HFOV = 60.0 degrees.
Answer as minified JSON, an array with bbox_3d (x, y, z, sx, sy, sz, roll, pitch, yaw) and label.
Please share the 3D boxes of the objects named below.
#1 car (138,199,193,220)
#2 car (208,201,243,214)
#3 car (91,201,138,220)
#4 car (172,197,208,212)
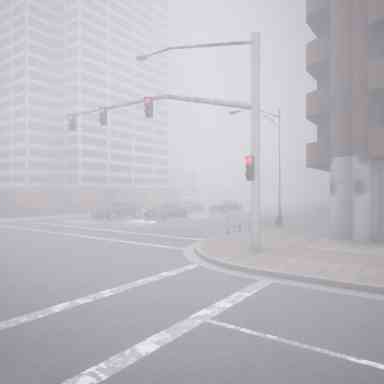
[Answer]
[{"bbox_3d":[-2.127,1.568,27.944,1.994,1.385,4.181,0,0,35],"label":"car"},{"bbox_3d":[3.749,1.605,36.277,1.895,1.301,4.718,0,0,35],"label":"car"},{"bbox_3d":[-6.236,1.510,28.186,1.837,1.490,4.892,0,0,35],"label":"car"},{"bbox_3d":[-0.513,1.569,36.310,1.994,1.385,4.181,0,0,35],"label":"car"}]
